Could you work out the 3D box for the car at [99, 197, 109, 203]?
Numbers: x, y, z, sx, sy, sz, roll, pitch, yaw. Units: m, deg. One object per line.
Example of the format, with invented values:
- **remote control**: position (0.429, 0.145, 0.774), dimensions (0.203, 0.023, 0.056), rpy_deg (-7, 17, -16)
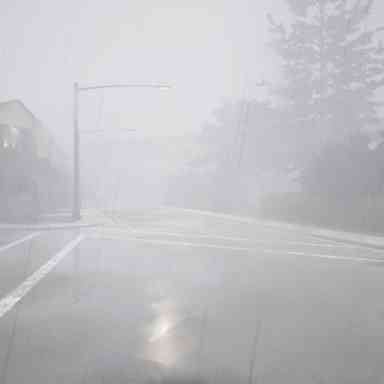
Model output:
- **car**: position (-19.020, 1.623, 71.934), dimensions (1.895, 1.301, 4.718), rpy_deg (0, 0, -11)
